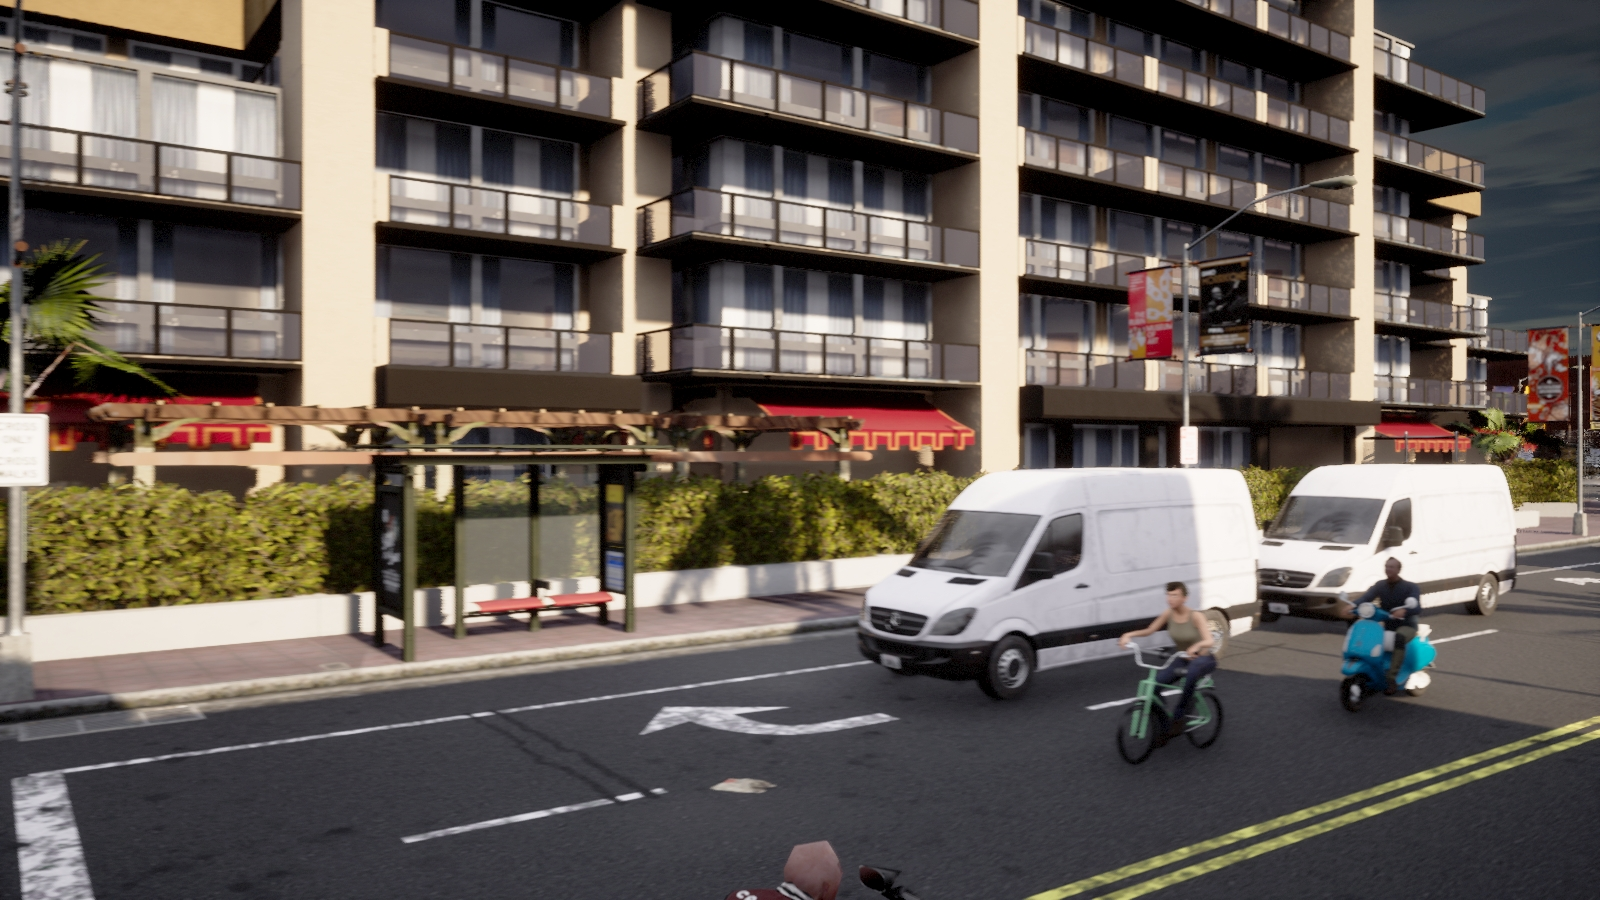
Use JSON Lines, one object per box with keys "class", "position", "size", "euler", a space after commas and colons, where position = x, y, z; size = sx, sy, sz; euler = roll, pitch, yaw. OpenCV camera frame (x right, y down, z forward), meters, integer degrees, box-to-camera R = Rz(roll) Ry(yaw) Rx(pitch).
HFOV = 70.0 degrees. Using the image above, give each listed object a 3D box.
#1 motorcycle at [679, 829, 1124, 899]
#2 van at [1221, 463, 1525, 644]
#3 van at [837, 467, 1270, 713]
{"class": "motorcycle", "position": [-0.002, 2.205, 3.777], "size": [2.209, 1.251, 0.867], "euler": [0, 0, -35]}
{"class": "van", "position": [9.706, 1.534, 19.126], "size": [5.915, 2.561, 1.988], "euler": [0, 0, -35]}
{"class": "van", "position": [3.435, 1.534, 14.727], "size": [5.915, 2.561, 1.988], "euler": [0, 0, -35]}
